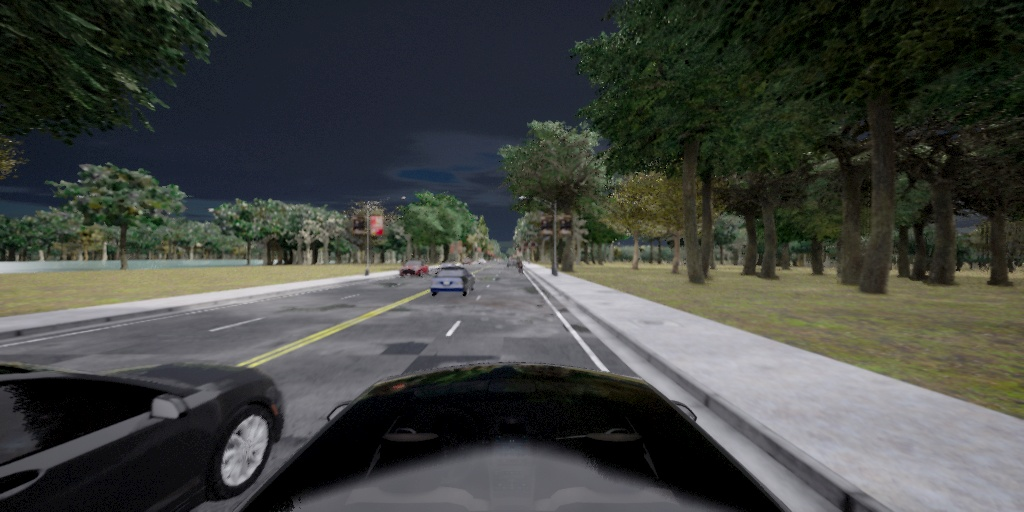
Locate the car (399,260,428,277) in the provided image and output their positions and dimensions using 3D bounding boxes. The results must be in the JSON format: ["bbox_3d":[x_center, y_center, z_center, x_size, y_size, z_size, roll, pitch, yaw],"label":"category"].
[{"bbox_3d":[-9.844,1.196,36.397,2.097,1.767,4.553,0,0,0],"label":"car"}]

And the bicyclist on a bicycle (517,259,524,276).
[{"bbox_3d":[0.888,1.295,35.263,0.582,1.620,1.656,0,-1,0],"label":"bicyclist on a bicycle"}]

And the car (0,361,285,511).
[{"bbox_3d":[-3.150,1.254,1.567,1.837,1.490,4.892,0,0,0],"label":"car"}]

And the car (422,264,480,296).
[{"bbox_3d":[-3.157,1.346,19.792,2.033,1.411,5.357,0,0,0],"label":"car"}]

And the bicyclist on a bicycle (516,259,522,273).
[{"bbox_3d":[0.882,1.239,45.536,0.659,1.776,1.843,0,0,0],"label":"bicyclist on a bicycle"}]

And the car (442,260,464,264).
[{"bbox_3d":[-6.600,1.393,37.075,2.033,1.411,5.357,0,0,0],"label":"car"}]
